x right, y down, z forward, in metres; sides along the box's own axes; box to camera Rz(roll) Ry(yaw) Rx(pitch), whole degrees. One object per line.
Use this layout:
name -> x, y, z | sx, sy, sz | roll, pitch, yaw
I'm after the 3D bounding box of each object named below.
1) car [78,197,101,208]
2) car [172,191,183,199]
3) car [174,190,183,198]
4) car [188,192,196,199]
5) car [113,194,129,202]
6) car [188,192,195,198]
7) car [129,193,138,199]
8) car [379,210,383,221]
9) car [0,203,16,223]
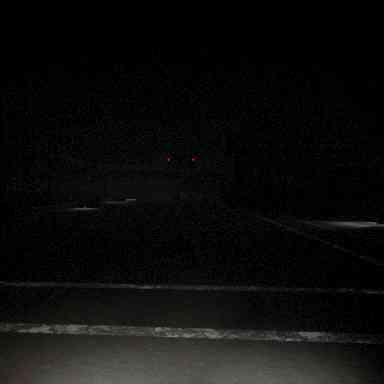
car -> -14.108, 1.414, 46.285 | 2.033, 1.411, 5.357 | 0, 1, 0
car -> -3.511, 0.846, 77.051 | 1.882, 1.535, 5.008 | 0, 1, 0
car -> -3.512, 0.514, 87.288 | 2.097, 1.767, 4.553 | 0, 1, 0
car -> -0.011, 0.880, 77.646 | 1.812, 1.442, 4.674 | 0, 1, 0
car -> -14.031, 1.137, 64.655 | 1.812, 1.442, 4.674 | 0, 1, 0
car -> -0.012, 0.673, 87.772 | 1.812, 1.442, 4.674 | 0, 1, 0
car -> -14.011, 0.927, 78.389 | 1.895, 1.301, 4.718 | 0, 1, 0
car -> 15.829, 1.353, 23.523 | 4.553, 1.767, 2.097 | 0, 0, -2
car -> -14.105, 1.498, 22.940 | 1.837, 1.490, 4.892 | 0, 0, 0
